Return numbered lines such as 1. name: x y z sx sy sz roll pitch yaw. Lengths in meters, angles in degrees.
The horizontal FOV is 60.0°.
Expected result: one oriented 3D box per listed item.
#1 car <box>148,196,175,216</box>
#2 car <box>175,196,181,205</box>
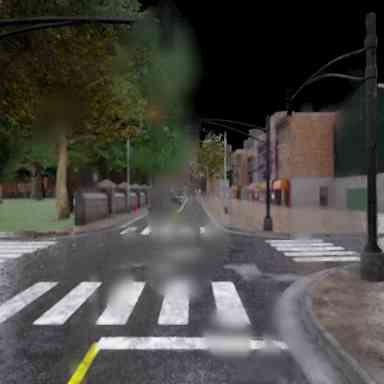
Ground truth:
1. car: -2.806 1.322 30.234 1.837 1.490 4.892 0 1 0
2. car: -2.704 1.280 54.381 2.033 1.411 5.357 0 0 1
